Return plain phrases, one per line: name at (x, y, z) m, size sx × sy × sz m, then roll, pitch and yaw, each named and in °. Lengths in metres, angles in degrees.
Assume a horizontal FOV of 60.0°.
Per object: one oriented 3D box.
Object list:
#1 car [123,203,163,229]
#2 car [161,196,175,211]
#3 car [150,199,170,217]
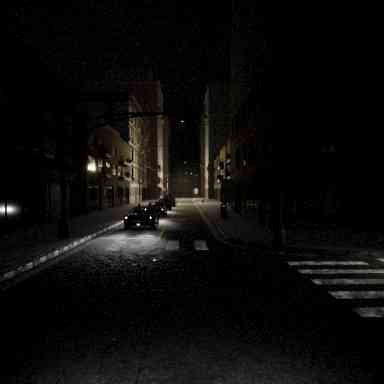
car at (-3.185, 1.596, 21.733) m, size 1.895 × 1.301 × 4.718 m, roll 0°, pitch 0°, yaw -1°
car at (-3.444, 1.547, 40.179) m, size 1.994 × 1.385 × 4.181 m, roll 0°, pitch 0°, yaw 0°
car at (-3.324, 1.591, 30.905) m, size 1.895 × 1.301 × 4.718 m, roll 0°, pitch 0°, yaw -1°
